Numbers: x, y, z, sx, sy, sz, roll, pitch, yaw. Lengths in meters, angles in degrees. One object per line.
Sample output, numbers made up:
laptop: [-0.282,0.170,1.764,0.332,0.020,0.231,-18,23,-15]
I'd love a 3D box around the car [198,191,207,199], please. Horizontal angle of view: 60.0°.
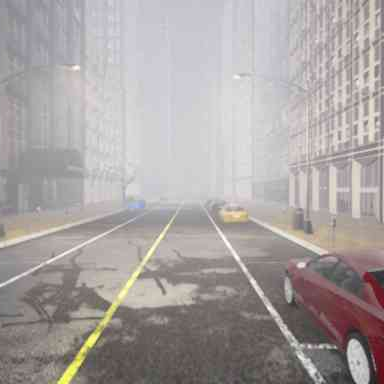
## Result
car: [2.676,0.799,84.778,2.192,1.841,5.009,0,0,0]

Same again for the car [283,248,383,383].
car: [2.686,1.519,5.004,1.887,1.381,4.507,0,0,0]

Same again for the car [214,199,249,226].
car: [2.684,1.407,22.269,1.752,1.417,4.829,0,0,0]

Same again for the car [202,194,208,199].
car: [2.681,1.314,44.892,1.947,1.339,4.313,0,0,0]

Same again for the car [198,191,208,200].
car: [2.677,0.840,79.080,2.192,1.841,5.009,0,0,0]

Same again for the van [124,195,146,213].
van: [-5.699,1.158,33.497,1.690,1.788,3.998,0,0,0]

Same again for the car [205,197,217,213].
car: [2.683,1.383,33.496,1.947,1.339,4.313,0,0,0]

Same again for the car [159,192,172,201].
car: [-5.702,1.148,67.687,1.887,1.381,4.507,0,0,0]

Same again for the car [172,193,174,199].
car: [-5.704,0.879,73.384,2.192,1.841,5.009,0,0,0]

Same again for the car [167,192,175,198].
car: [-5.705,0.883,90.479,1.967,1.590,4.097,0,0,0]
